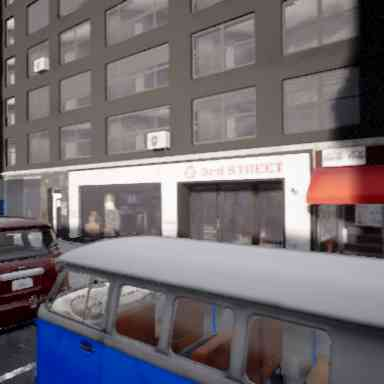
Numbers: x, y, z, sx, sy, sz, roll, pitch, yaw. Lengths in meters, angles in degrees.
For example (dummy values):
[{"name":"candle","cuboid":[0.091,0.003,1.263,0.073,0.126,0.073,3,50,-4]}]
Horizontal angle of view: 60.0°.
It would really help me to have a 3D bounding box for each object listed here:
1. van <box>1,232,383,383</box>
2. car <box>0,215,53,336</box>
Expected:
[{"name":"van","cuboid":[0.389,1.343,2.582,3.998,1.788,1.690,0,-1,36]},{"name":"car","cuboid":[-4.228,1.329,5.878,5.009,1.841,2.192,0,-1,36]}]
